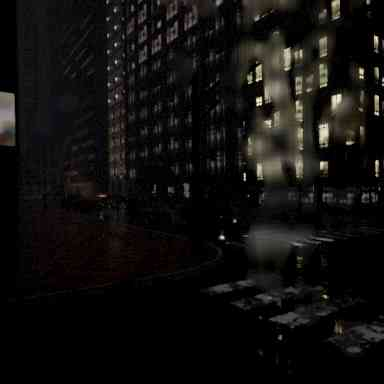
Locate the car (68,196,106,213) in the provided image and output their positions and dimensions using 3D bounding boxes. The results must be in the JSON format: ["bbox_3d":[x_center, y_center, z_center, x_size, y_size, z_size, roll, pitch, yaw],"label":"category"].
[{"bbox_3d":[-10.590,1.351,33.372,1.947,1.339,4.313,-1,1,-35],"label":"car"}]

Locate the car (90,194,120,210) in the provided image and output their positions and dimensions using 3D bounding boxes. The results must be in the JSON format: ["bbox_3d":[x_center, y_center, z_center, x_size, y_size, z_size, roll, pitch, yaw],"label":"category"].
[{"bbox_3d":[-10.063,1.242,37.171,1.812,1.442,4.674,-1,1,-35],"label":"car"}]

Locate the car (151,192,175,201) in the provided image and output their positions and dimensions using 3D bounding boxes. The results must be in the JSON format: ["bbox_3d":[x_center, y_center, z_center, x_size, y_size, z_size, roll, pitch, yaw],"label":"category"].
[{"bbox_3d":[-3.717,0.958,38.159,2.192,1.841,5.009,-1,1,-35],"label":"car"}]

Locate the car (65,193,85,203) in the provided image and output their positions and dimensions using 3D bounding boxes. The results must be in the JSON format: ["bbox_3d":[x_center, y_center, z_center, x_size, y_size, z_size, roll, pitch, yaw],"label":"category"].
[{"bbox_3d":[-20.406,1.005,57.796,2.033,1.411,5.357,-1,1,-35],"label":"car"}]

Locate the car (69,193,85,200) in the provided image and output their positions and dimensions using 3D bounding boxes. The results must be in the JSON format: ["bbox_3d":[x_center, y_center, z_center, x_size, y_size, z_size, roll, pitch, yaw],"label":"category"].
[{"bbox_3d":[-22.934,0.884,66.025,1.887,1.381,4.507,-1,1,-35],"label":"car"}]

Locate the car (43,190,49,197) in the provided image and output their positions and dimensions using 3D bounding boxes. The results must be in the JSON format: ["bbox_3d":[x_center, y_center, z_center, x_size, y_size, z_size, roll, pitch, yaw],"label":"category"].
[{"bbox_3d":[-35.746,0.683,84.600,2.008,1.369,4.403,-1,1,-35],"label":"car"}]

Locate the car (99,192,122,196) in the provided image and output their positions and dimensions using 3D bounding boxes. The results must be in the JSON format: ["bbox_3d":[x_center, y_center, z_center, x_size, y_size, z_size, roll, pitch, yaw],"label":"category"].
[{"bbox_3d":[-9.860,1.129,42.494,1.837,1.490,4.892,-1,1,-35],"label":"car"}]

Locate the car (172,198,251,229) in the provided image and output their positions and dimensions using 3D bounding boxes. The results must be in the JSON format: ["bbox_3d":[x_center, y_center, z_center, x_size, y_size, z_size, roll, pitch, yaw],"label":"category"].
[{"bbox_3d":[1.058,1.379,21.017,2.128,1.511,4.902,-1,1,-34],"label":"car"}]

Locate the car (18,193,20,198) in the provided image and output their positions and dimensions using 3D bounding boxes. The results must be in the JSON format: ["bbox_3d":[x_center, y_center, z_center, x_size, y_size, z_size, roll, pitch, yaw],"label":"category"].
[{"bbox_3d":[-42.628,0.714,79.819,1.967,1.590,4.097,-1,1,-35],"label":"car"}]

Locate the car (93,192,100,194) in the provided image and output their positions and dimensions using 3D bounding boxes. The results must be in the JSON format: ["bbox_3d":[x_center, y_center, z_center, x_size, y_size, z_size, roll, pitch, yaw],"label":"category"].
[{"bbox_3d":[-16.023,0.790,56.731,2.097,1.767,4.553,-1,1,-35],"label":"car"}]

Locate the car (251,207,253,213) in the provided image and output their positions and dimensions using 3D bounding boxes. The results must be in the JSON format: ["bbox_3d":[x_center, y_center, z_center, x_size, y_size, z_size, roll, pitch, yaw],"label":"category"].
[{"bbox_3d":[3.036,1.273,28.305,1.752,1.417,4.829,-1,1,-35],"label":"car"}]

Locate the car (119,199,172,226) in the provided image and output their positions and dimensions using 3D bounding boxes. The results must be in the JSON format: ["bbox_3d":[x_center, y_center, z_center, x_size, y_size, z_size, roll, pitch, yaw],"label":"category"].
[{"bbox_3d":[-2.957,1.452,22.353,2.008,1.369,4.403,-1,1,-35],"label":"car"}]

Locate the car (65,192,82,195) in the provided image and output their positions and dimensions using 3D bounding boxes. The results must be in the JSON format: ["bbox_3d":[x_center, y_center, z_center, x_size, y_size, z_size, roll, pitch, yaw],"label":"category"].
[{"bbox_3d":[-15.941,1.128,45.763,1.837,1.490,4.892,-1,1,-34],"label":"car"}]

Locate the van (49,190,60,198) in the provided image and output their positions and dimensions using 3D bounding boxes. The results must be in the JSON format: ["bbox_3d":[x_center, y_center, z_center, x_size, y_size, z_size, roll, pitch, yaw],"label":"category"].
[{"bbox_3d":[-32.543,0.526,79.953,1.690,1.788,3.998,-1,1,-35],"label":"van"}]

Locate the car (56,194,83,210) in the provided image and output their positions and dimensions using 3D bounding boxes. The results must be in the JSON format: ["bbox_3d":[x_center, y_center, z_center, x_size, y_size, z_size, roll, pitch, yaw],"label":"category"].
[{"bbox_3d":[-13.794,1.286,38.016,2.008,1.369,4.403,-1,1,-35],"label":"car"}]

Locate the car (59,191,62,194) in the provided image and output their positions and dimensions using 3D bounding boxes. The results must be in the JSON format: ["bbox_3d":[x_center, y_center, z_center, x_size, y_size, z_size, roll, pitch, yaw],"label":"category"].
[{"bbox_3d":[-26.137,0.728,70.668,1.967,1.590,4.097,-1,1,-35],"label":"car"}]

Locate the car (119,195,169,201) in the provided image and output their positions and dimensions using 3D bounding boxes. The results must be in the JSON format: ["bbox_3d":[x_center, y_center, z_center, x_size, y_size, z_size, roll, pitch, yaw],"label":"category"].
[{"bbox_3d":[-4.213,1.312,28.671,1.837,1.490,4.892,-1,1,-35],"label":"car"}]
